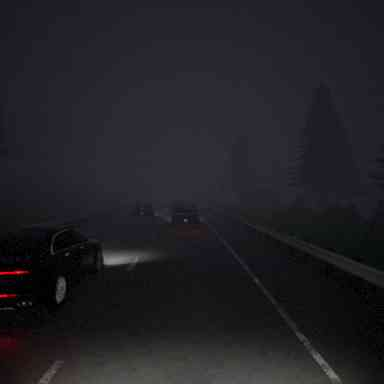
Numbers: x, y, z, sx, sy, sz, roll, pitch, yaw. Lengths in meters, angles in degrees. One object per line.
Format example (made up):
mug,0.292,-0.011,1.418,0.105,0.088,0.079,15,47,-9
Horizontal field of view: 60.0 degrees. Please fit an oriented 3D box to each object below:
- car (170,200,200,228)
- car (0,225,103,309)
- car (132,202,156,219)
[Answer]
car,-0.509,1.591,23.250,2.128,1.511,4.902,0,0,-3
car,-3.503,1.541,7.889,1.837,1.490,4.892,0,0,-1
car,-4.424,1.625,30.710,2.128,1.511,4.902,0,0,-3
